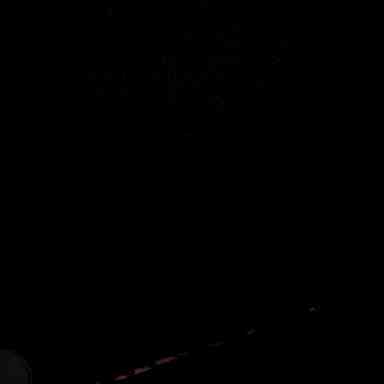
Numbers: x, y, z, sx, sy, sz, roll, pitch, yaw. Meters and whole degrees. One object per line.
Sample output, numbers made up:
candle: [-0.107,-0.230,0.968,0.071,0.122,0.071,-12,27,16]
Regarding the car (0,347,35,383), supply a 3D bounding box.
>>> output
car: [-2.910,1.539,0.989,4.674,1.442,1.812,-1,0,-35]
